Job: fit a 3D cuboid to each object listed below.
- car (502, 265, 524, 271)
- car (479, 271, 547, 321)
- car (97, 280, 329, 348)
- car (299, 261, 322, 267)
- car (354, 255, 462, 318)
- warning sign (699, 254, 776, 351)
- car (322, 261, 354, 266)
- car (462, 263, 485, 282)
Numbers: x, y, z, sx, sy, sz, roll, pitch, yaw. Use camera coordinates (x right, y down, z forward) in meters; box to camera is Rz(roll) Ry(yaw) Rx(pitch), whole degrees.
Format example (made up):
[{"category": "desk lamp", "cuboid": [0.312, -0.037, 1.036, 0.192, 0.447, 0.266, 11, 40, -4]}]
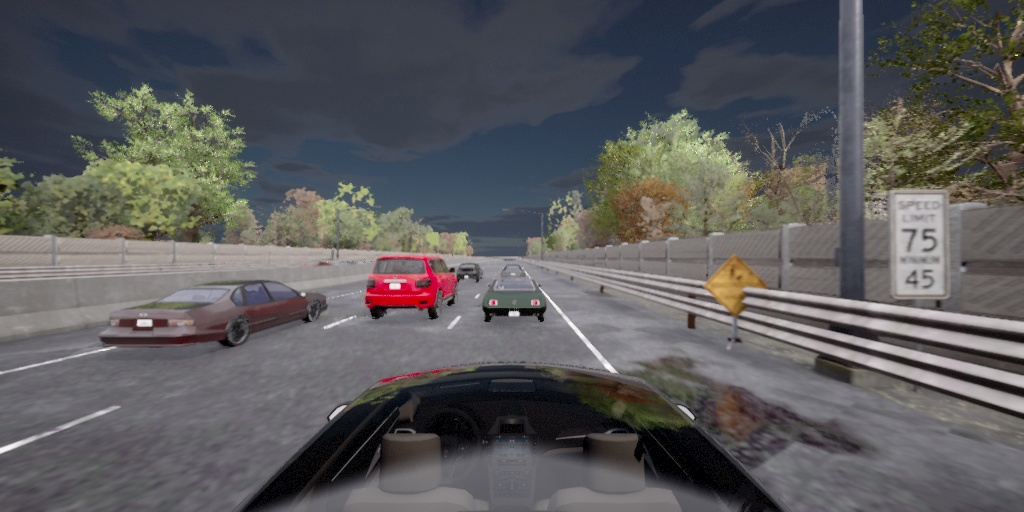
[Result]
[{"category": "car", "cuboid": [0.088, 1.389, 29.837, 1.994, 1.385, 4.181, 0, 0, 0]}, {"category": "car", "cuboid": [0.082, 1.377, 12.517, 1.895, 1.301, 4.718, 0, 0, 0]}, {"category": "car", "cuboid": [-6.936, 1.316, 9.291, 2.033, 1.411, 5.357, 0, 0, 0]}, {"category": "car", "cuboid": [-24.574, 1.352, 44.840, 1.882, 1.535, 5.008, 0, 0, 0]}, {"category": "car", "cuboid": [-3.416, 0.998, 13.187, 2.150, 2.045, 5.566, 0, 0, 0]}, {"category": "warning sign", "cuboid": [4.550, 0.879, 7.319, 1.300, 1.860, 1.060, 0, 0, 0]}, {"category": "car", "cuboid": [-21.076, 1.422, 44.895, 2.033, 1.411, 5.357, 0, 0, 0]}, {"category": "car", "cuboid": [-3.413, 1.329, 29.390, 1.837, 1.490, 4.892, 0, 0, 0]}]
